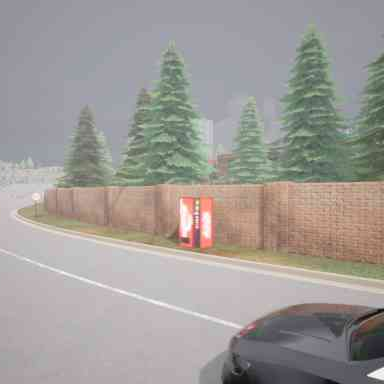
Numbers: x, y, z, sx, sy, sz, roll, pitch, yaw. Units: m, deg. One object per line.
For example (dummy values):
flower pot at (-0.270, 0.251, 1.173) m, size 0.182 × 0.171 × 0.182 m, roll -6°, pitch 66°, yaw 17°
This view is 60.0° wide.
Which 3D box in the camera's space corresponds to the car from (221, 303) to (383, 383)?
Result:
car at (2.509, 1.505, 2.303) m, size 4.892 × 1.490 × 1.837 m, roll 0°, pitch 0°, yaw 37°

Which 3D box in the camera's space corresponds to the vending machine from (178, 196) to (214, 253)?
vending machine at (0.155, 1.195, 13.036) m, size 0.880 × 2.100 × 1.100 m, roll 0°, pitch 0°, yaw 42°
